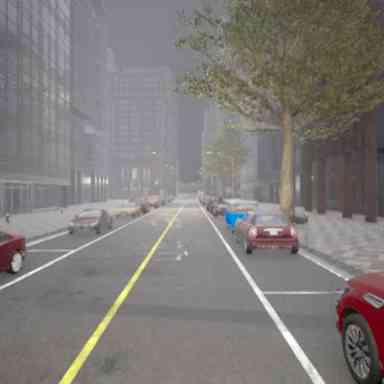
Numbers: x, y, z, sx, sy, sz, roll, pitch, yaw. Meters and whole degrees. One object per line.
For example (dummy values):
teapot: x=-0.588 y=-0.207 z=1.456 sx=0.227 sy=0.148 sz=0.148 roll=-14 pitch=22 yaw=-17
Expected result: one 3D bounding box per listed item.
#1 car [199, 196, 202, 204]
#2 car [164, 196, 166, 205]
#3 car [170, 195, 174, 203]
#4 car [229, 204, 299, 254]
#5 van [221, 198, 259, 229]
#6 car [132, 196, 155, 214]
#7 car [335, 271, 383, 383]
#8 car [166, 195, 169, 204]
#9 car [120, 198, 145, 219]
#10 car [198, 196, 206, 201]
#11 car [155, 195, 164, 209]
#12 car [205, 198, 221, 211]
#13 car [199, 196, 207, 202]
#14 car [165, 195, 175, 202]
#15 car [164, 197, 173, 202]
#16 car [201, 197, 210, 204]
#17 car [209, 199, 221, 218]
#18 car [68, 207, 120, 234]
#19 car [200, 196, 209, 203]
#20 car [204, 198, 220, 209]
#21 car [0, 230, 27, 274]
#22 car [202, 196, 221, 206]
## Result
car: x=2.782 y=1.707 z=58.661 sx=1.947 sy=1.339 sz=4.313 roll=0 pitch=0 yaw=0
car: x=-5.735 y=1.700 z=53.018 sx=1.947 sy=1.339 sz=4.313 roll=0 pitch=0 yaw=0
car: x=-5.767 y=1.788 z=75.573 sx=1.947 sy=1.339 sz=4.313 roll=0 pitch=0 yaw=0
car: x=2.845 y=1.455 z=13.546 sx=1.967 sy=1.590 sz=4.097 roll=0 pitch=0 yaw=0
van: x=2.837 y=1.364 z=19.186 sx=1.690 sy=1.788 sz=3.998 roll=0 pitch=0 yaw=0
car: x=-5.713 y=1.390 z=36.102 sx=2.192 sy=1.841 sz=5.009 roll=0 pitch=0 yaw=0
car: x=2.860 y=1.314 z=2.267 sx=2.192 sy=1.841 sz=5.009 roll=0 pitch=0 yaw=0
car: x=-5.744 y=1.469 z=58.657 sx=2.192 sy=1.841 sz=5.009 roll=0 pitch=0 yaw=0
car: x=-5.704 y=1.582 z=30.293 sx=1.752 sy=1.417 sz=4.829 roll=0 pitch=0 yaw=0
car: x=2.735 y=1.858 z=92.499 sx=1.947 sy=1.339 sz=4.313 roll=0 pitch=0 yaw=0
car: x=-5.729 y=1.429 z=47.380 sx=2.192 sy=1.841 sz=5.009 roll=0 pitch=0 yaw=0
car: x=2.813 y=1.628 z=36.103 sx=1.947 sy=1.339 sz=4.313 roll=0 pitch=0 yaw=0
car: x=2.743 y=1.828 z=86.858 sx=1.947 sy=1.339 sz=4.313 roll=0 pitch=0 yaw=0
car: x=-5.784 y=1.590 z=86.850 sx=2.192 sy=1.841 sz=5.009 roll=0 pitch=0 yaw=0
car: x=-5.775 y=1.814 z=81.211 sx=1.947 sy=1.339 sz=4.313 roll=0 pitch=0 yaw=0
car: x=2.766 y=1.767 z=69.940 sx=1.802 sy=1.307 sz=4.206 roll=0 pitch=0 yaw=0
car: x=2.821 y=1.627 z=30.465 sx=1.802 sy=1.307 sz=4.206 roll=0 pitch=0 yaw=0
car: x=-5.688 y=1.618 z=19.186 sx=1.802 sy=1.307 sz=4.206 roll=0 pitch=0 yaw=0
car: x=2.758 y=1.649 z=75.581 sx=1.967 sy=1.590 sz=4.097 roll=0 pitch=0 yaw=0
car: x=2.798 y=1.646 z=47.383 sx=1.887 sy=1.381 sz=4.507 roll=0 pitch=0 yaw=0
car: x=-5.673 y=1.565 z=7.908 sx=1.887 sy=1.381 sz=4.507 roll=0 pitch=0 yaw=0
car: x=2.805 y=1.397 z=41.744 sx=2.192 sy=1.841 sz=5.009 roll=0 pitch=0 yaw=0
